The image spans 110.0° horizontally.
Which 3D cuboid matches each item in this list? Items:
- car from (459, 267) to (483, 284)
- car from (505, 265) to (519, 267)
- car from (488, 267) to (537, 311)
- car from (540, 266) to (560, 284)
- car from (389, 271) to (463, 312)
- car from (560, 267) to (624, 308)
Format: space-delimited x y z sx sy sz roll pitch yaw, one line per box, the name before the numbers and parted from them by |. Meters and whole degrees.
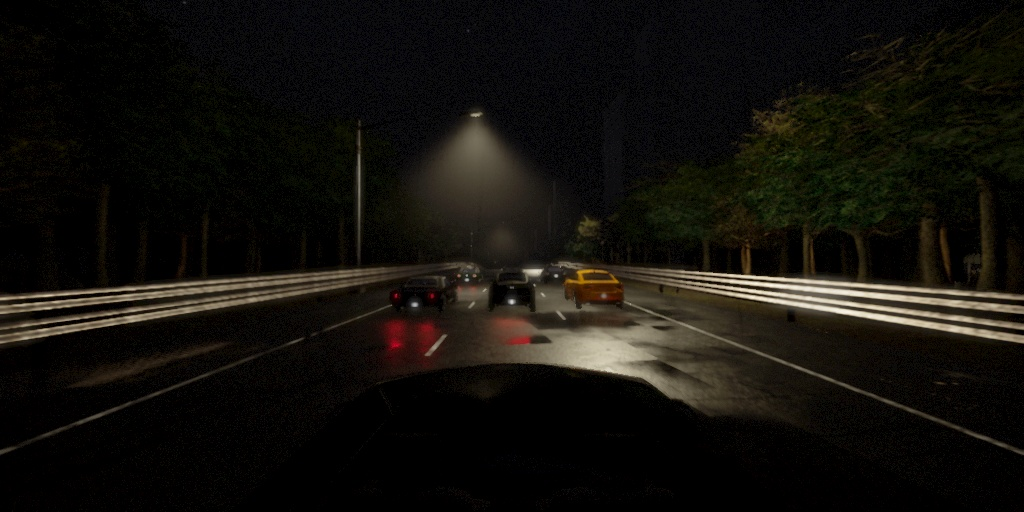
car | -3.494 1.593 30.149 1.895 1.301 4.718 0 0 0
car | 0.014 1.520 30.771 1.812 1.442 4.674 0 0 1
car | 0.016 1.398 15.360 1.837 1.490 4.892 0 0 1
car | 3.513 1.558 30.447 1.994 1.385 4.181 0 0 0
car | -3.487 1.490 15.146 1.895 1.301 4.718 0 0 0
car | 3.523 1.375 16.114 1.882 1.535 5.008 0 0 1
